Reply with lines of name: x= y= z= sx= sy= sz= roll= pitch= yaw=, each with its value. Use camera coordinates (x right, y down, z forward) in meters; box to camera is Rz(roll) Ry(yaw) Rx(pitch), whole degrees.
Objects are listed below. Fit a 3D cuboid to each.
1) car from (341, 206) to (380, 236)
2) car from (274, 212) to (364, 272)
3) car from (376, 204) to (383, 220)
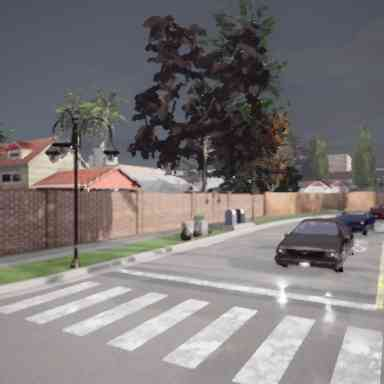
car: x=9.517 y=1.719 z=19.542 sx=1.895 sy=1.301 sz=4.718 roll=-1 pitch=-1 yaw=35
car: x=4.475 y=1.628 z=11.466 sx=2.033 sy=1.411 sz=5.357 roll=-1 pitch=-1 yaw=31
car: x=15.818 y=1.703 z=27.316 sx=4.181 sy=1.385 sz=1.994 roll=0 pitch=-1 yaw=-44
